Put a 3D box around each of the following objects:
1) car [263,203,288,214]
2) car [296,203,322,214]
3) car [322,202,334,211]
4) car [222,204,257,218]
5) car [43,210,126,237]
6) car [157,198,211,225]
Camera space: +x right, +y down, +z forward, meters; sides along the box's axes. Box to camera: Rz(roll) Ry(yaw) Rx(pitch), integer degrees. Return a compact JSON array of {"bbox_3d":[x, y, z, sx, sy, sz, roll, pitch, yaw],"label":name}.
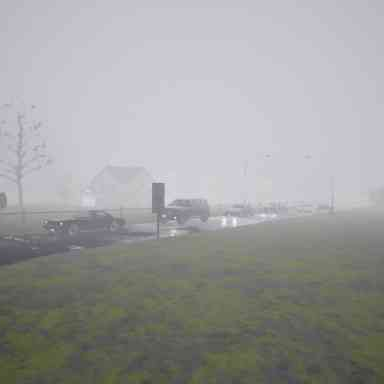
[{"bbox_3d":[11.284,2.203,44.723,1.895,1.301,4.718,1,0,36],"label":"car"},{"bbox_3d":[16.339,2.294,46.861,1.895,1.301,4.718,1,0,35],"label":"car"},{"bbox_3d":[22.165,2.386,55.109,1.994,1.385,4.181,1,0,35],"label":"car"},{"bbox_3d":[5.353,2.015,36.383,2.033,1.411,5.357,1,0,35],"label":"car"},{"bbox_3d":[-6.310,1.793,19.866,1.895,1.301,4.718,1,0,35],"label":"car"},{"bbox_3d":[-0.559,1.551,28.009,2.150,2.045,5.566,1,0,35],"label":"car"}]
